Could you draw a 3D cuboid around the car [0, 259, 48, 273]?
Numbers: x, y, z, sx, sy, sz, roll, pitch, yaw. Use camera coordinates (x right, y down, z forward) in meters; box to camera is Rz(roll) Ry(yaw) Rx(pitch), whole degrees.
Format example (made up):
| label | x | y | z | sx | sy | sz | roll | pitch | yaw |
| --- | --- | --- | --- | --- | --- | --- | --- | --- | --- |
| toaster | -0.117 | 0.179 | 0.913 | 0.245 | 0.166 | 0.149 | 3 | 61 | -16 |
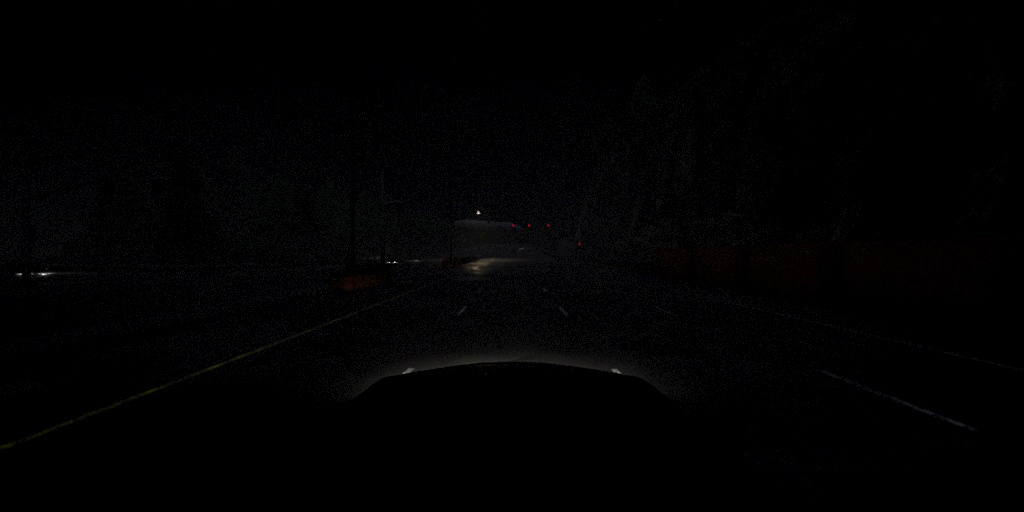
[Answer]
| label | x | y | z | sx | sy | sz | roll | pitch | yaw |
| --- | --- | --- | --- | --- | --- | --- | --- | --- | --- |
| car | -49.007 | 0.986 | 35.879 | 4.181 | 1.385 | 1.994 | 0 | 1 | 13 |
